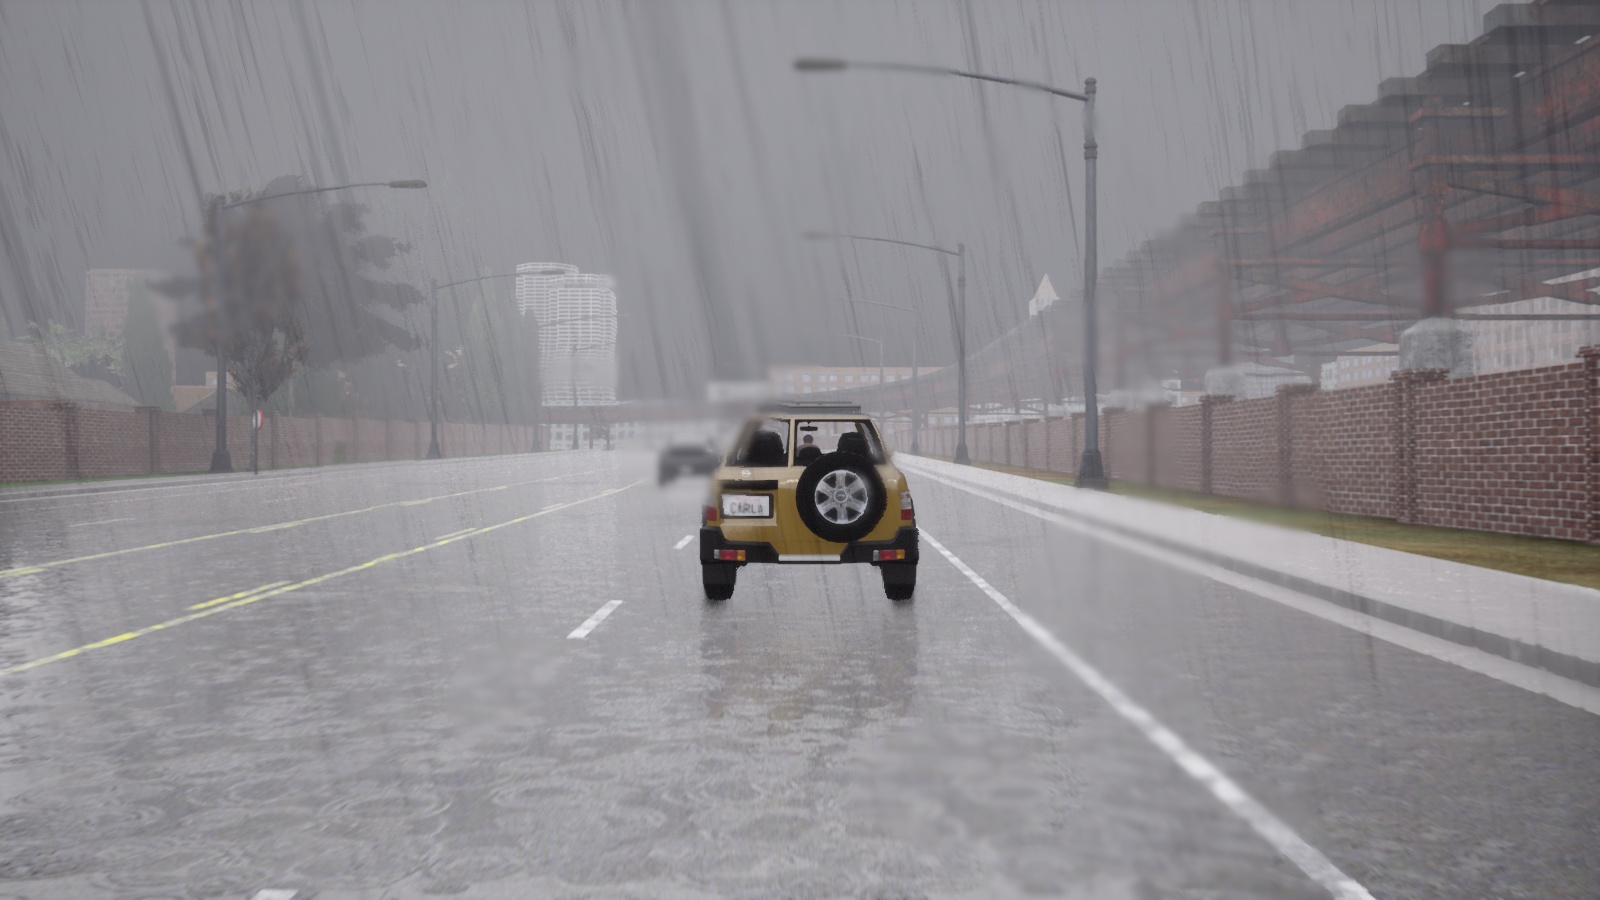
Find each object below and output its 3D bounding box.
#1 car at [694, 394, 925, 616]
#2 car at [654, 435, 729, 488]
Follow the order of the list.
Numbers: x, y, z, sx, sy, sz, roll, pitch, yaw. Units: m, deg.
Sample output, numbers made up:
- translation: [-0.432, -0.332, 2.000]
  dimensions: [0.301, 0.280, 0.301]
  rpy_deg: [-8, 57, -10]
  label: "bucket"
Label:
- translation: [0.091, 0.433, 12.815]
  dimensions: [1.932, 1.855, 4.605]
  rpy_deg: [0, 1, 0]
  label: "car"
- translation: [-3.257, 0.301, 38.524]
  dimensions: [1.837, 1.490, 4.892]
  rpy_deg: [0, 1, 0]
  label: "car"
